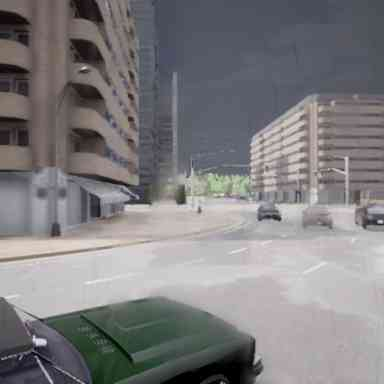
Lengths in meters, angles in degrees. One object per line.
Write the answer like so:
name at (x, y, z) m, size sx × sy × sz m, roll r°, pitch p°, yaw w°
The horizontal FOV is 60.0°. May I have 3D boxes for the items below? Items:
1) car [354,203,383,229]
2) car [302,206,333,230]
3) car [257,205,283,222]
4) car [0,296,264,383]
car at (12.417, 1.708, 22.818) m, size 1.812 × 1.442 × 4.674 m, roll 0°, pitch -1°, yaw 18°
car at (8.667, 1.723, 23.077) m, size 1.812 × 1.442 × 4.674 m, roll 0°, pitch -1°, yaw 18°
car at (6.724, 1.809, 29.124) m, size 2.033 × 1.411 × 5.357 m, roll 0°, pitch -1°, yaw 8°
car at (-1.593, 1.635, 2.706) m, size 4.718 × 1.301 × 1.895 m, roll 0°, pitch -1°, yaw -37°
